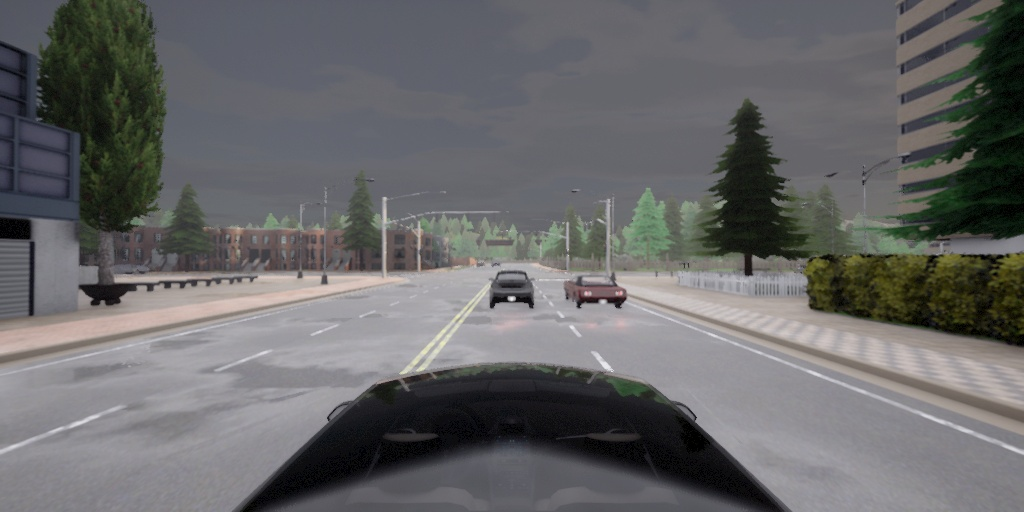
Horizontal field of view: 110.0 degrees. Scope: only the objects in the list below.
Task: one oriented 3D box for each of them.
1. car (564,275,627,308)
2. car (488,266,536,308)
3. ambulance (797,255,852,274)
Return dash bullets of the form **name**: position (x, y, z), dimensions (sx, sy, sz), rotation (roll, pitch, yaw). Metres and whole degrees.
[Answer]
- **car**: position (3.494, 1.484, 15.958), dimensions (1.895, 1.301, 4.718), rotation (0, 0, 0)
- **car**: position (-0.004, 1.393, 16.155), dimensions (1.837, 1.490, 4.892), rotation (0, 0, 0)
- **ambulance**: position (41.222, 1.122, 47.115), dimensions (6.366, 2.431, 2.351), rotation (0, -1, 0)
